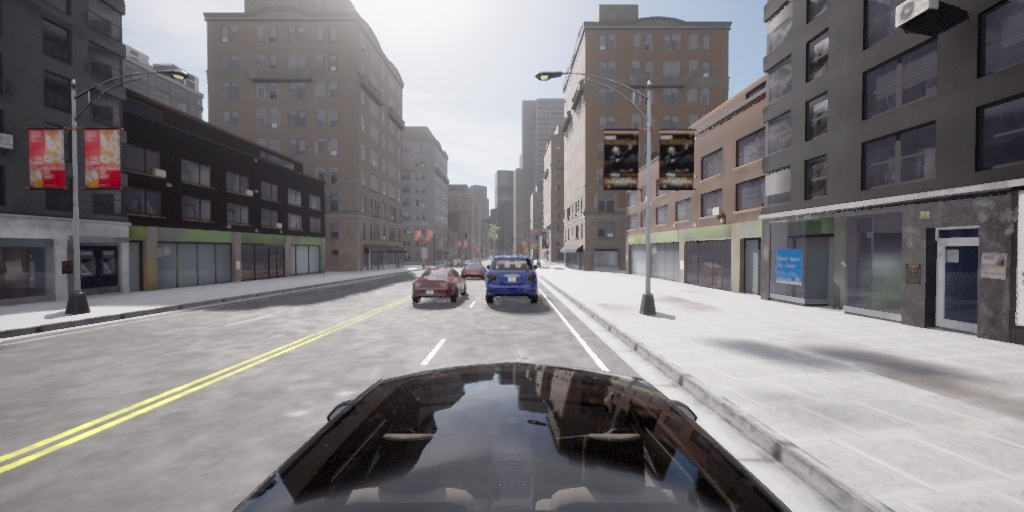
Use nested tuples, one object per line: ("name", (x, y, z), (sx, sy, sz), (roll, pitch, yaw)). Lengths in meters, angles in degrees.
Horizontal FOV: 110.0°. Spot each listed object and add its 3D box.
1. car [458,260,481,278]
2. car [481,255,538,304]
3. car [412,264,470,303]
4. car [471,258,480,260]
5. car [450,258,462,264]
("car", (-3.250, 1.287, 31.502), (1.994, 1.385, 4.181), (0, 0, 0))
("car", (0.000, 0.996, 16.530), (2.150, 2.045, 5.566), (0, 0, 0))
("car", (-3.250, 1.271, 16.501), (1.812, 1.442, 4.674), (0, 0, 0))
("car", (-6.499, 1.198, 63.504), (1.837, 1.490, 4.892), (0, 0, 0))
("car", (-9.749, 1.159, 63.503), (2.128, 1.511, 4.902), (0, 0, 0))
